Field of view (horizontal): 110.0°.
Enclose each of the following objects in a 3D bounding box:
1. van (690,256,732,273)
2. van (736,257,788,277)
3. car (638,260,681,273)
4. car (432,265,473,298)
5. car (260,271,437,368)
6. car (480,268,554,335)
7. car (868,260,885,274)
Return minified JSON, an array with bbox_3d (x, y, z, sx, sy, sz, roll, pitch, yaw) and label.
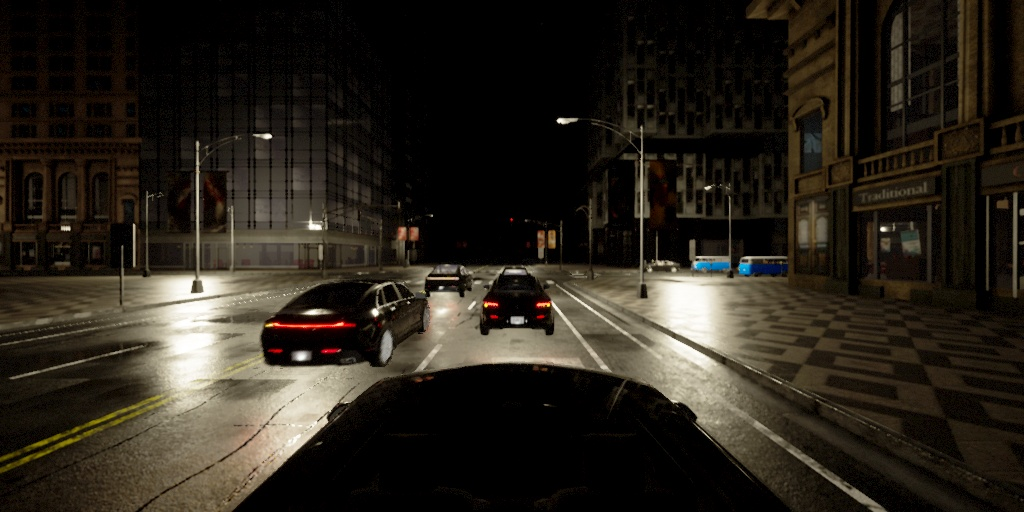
[{"bbox_3d":[21.627,0.926,38.946,3.998,1.789,1.690,0,0,0],"label":"van"},{"bbox_3d":[21.561,0.942,30.421,3.998,1.789,1.690,0,0,0],"label":"van"},{"bbox_3d":[16.008,1.148,38.990,4.403,1.370,2.007,0,0,0],"label":"car"},{"bbox_3d":[-3.094,1.191,18.169,2.128,1.511,4.902,0,0,0],"label":"car"},{"bbox_3d":[-3.132,1.236,7.768,1.837,1.490,4.892,0,0,0],"label":"car"},{"bbox_3d":[0.129,1.250,10.247,1.812,1.442,4.674,0,0,0],"label":"car"},{"bbox_3d":[32.798,1.161,30.333,4.207,1.307,1.802,0,0,0],"label":"car"}]
